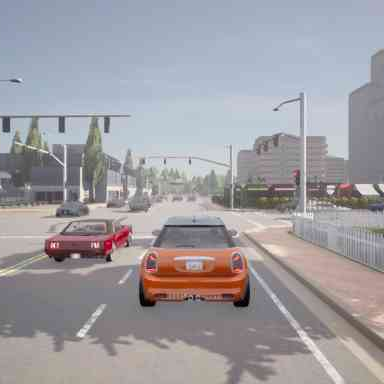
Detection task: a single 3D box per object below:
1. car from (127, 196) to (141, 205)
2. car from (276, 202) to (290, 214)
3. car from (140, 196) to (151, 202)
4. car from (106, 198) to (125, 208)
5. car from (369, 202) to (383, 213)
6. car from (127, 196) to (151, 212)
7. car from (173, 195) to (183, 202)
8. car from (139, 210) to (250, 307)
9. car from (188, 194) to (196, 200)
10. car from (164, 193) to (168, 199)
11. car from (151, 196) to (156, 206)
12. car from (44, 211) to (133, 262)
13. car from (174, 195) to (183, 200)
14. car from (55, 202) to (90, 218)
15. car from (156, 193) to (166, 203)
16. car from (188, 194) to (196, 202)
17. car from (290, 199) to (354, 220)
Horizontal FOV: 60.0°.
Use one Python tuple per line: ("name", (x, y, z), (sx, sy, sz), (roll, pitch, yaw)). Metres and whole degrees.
("car", (-10.596, 1.507, 61.124), (1.837, 1.490, 4.892), (0, 0, 0))
("car", (11.255, 1.492, 34.804), (4.902, 1.511, 2.128), (0, 0, -1))
("car", (-10.536, 1.552, 75.942), (1.994, 1.385, 4.181), (0, 0, 0))
("car", (-10.621, 1.564, 46.585), (1.994, 1.385, 4.181), (0, 0, 0))
("car", (21.364, 1.478, 35.058), (5.008, 1.535, 1.882), (0, 0, -2))
("car", (-6.081, 1.507, 36.969), (1.837, 1.490, 4.892), (-1, 0, -14))
("car", (-3.537, 1.513, 77.796), (1.812, 1.442, 4.674), (0, 0, 0))
("car", (0.060, 1.352, 8.143), (2.097, 1.767, 4.553), (0, 0, 0))
("car", (-0.041, 1.398, 87.754), (2.128, 1.511, 4.902), (0, 0, 0))
("car", (-7.039, 1.210, 81.841), (2.150, 2.045, 5.566), (0, 0, 0))
("car", (-7.119, 1.601, 51.069), (1.895, 1.301, 4.718), (0, 0, 0))
("car", (-3.422, 1.601, 12.037), (1.895, 1.301, 4.718), (0, 0, 0))
("car", (-3.541, 1.425, 87.751), (1.994, 1.385, 4.181), (0, 0, 0))
("car", (-10.615, 1.564, 29.858), (1.994, 1.385, 4.181), (0, 0, 0))
("car", (-7.061, 1.493, 66.328), (2.128, 1.511, 4.902), (0, 0, 1))
("car", (-0.037, 1.531, 77.479), (2.033, 1.411, 5.357), (0, 0, 0))
("car", (10.904, 1.526, 27.570), (4.674, 1.442, 1.812), (0, 0, -1))
